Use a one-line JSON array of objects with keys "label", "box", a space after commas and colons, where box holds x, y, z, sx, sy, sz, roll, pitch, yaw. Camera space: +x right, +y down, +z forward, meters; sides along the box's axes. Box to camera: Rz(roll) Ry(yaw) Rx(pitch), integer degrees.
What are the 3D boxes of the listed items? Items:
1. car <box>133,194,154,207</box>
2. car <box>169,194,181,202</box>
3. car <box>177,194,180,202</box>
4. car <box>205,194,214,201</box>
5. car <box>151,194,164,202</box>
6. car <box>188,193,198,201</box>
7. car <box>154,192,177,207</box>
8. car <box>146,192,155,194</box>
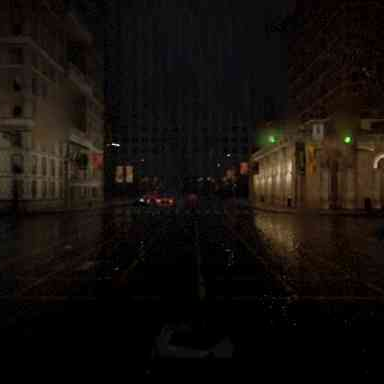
[{"label": "car", "box": [-7.102, 1.327, 47.252, 2.033, 1.411, 5.357, 0, 0, 0]}, {"label": "car", "box": [-3.380, 1.186, 65.892, 2.128, 1.511, 4.902, 0, 0, 1]}, {"label": "car", "box": [-3.535, 1.287, 55.794, 2.033, 1.411, 5.357, 0, 0, 1]}, {"label": "car", "box": [3.665, 1.137, 70.276, 2.033, 1.411, 5.357, 0, 0, 1]}, {"label": "car", "box": [-6.863, 1.230, 67.555, 2.033, 1.411, 5.357, 0, 0, 1]}, {"label": "car", "box": [0.165, 0.952, 70.279, 2.097, 1.767, 4.553, 0, 0, 1]}, {"label": "car", "box": [-3.595, 1.136, 46.320, 2.097, 1.767, 4.553, 0, 0, 0]}, {"label": "car", "box": [-7.007, 0.955, 57.126, 2.150, 2.045, 5.566, 0, 0, 1]}]
